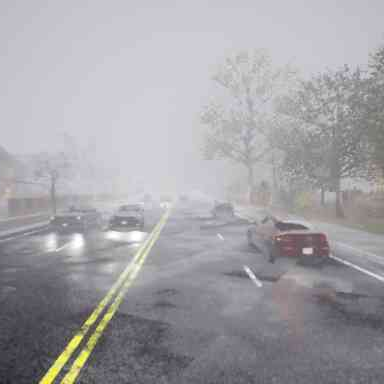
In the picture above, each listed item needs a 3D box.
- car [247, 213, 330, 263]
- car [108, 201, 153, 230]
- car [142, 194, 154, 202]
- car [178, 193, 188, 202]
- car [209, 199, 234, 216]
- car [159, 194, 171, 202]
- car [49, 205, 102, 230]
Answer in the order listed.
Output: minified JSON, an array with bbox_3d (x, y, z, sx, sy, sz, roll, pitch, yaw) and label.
[{"bbox_3d":[3.198,1.469,11.653,1.812,1.442,4.674,0,1,-1],"label":"car"},{"bbox_3d":[-3.706,1.451,20.000,1.994,1.385,4.181,0,0,-2],"label":"car"},{"bbox_3d":[-8.109,1.129,61.262,1.837,1.490,4.892,0,1,-1],"label":"car"},{"bbox_3d":[-1.691,1.116,64.711,2.128,1.511,4.902,0,0,-1],"label":"car"},{"bbox_3d":[2.666,1.332,30.301,2.128,1.511,4.902,0,1,-2],"label":"car"},{"bbox_3d":[-4.856,1.133,61.001,2.128,1.511,4.902,0,0,-1],"label":"car"},{"bbox_3d":[-6.969,1.480,20.331,1.895,1.301,4.718,0,0,-2],"label":"car"}]
